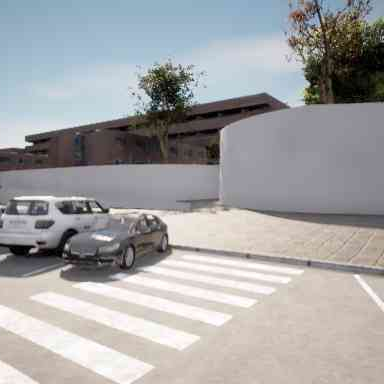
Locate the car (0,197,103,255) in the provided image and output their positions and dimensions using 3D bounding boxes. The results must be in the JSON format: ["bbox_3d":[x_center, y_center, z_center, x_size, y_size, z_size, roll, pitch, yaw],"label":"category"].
[{"bbox_3d":[-4.670,1.213,12.850,2.435,2.045,5.566,0,-1,15],"label":"car"}]

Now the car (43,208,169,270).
[{"bbox_3d":[-2.237,1.458,11.091,2.231,1.521,4.892,0,-1,15],"label":"car"}]
